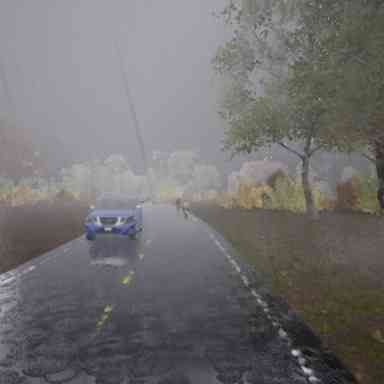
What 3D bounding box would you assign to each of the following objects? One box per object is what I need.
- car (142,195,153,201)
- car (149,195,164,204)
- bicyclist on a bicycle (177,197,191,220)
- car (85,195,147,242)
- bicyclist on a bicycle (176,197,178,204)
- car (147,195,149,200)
[{"bbox_3d":[-10.060,1.393,74.603,1.895,1.301,4.718,0,0,-16],"label":"car"},{"bbox_3d":[-5.925,1.446,57.395,1.895,1.301,4.718,0,0,-11],"label":"car"},{"bbox_3d":[-0.487,1.366,26.465,0.866,1.612,1.509,0,0,-5],"label":"bicyclist on a bicycle"},{"bbox_3d":[-3.677,1.184,16.650,2.150,2.045,5.566,0,0,-4],"label":"car"},{"bbox_3d":[-1.434,1.358,34.885,0.582,1.620,1.656,-1,0,-7],"label":"bicyclist on a bicycle"},{"bbox_3d":[-9.024,1.397,57.292,2.033,1.411,5.357,0,0,-11],"label":"car"}]
